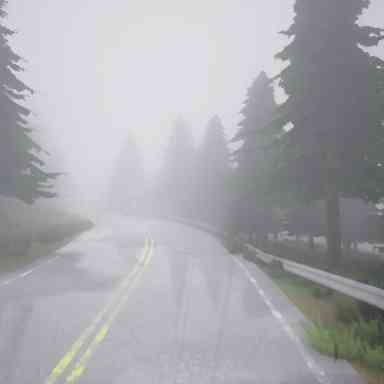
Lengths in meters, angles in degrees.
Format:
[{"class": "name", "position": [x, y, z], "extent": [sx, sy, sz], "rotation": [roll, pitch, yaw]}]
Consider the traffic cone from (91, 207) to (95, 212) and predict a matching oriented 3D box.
[{"class": "traffic cone", "position": [-12.328, 2.229, 41.879], "extent": [0.340, 0.580, 0.340], "rotation": [4, -2, -33]}]

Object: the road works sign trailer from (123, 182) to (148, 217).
[{"class": "road works sign trailer", "position": [-6.183, 0.812, 35.126], "extent": [2.380, 3.560, 2.880], "rotation": [4, -2, -33]}]

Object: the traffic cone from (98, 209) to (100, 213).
[{"class": "traffic cone", "position": [-11.234, 2.235, 40.209], "extent": [0.340, 0.580, 0.340], "rotation": [4, -2, -33]}]
